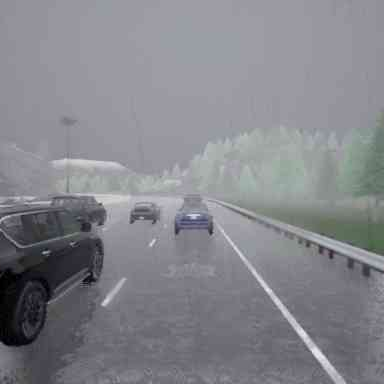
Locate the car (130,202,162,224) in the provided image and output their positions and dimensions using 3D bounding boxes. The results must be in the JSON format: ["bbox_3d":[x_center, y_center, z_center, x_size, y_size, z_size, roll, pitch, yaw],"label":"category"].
[{"bbox_3d":[-3.403,1.506,24.903,1.837,1.490,4.892,0,0,0],"label":"car"}]

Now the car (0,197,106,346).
[{"bbox_3d":[-3.401,1.222,6.468,2.150,2.045,5.566,0,0,0],"label":"car"}]

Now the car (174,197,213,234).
[{"bbox_3d":[0.098,1.353,19.506,2.097,1.767,4.553,0,0,0],"label":"car"}]

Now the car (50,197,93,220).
[{"bbox_3d":[-10.402,1.353,29.017,2.097,1.767,4.553,0,0,0],"label":"car"}]

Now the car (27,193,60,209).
[{"bbox_3d":[-21.079,1.223,47.553,2.150,2.045,5.566,0,0,0],"label":"car"}]

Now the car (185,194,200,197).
[{"bbox_3d":[0.098,1.223,39.755,2.150,2.045,5.566,0,0,0],"label":"car"}]

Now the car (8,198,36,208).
[{"bbox_3d":[-24.571,1.565,48.267,1.994,1.385,4.181,0,0,0],"label":"car"}]

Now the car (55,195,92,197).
[{"bbox_3d":[-6.902,1.222,20.364,2.150,2.045,5.566,0,0,0],"label":"car"}]
